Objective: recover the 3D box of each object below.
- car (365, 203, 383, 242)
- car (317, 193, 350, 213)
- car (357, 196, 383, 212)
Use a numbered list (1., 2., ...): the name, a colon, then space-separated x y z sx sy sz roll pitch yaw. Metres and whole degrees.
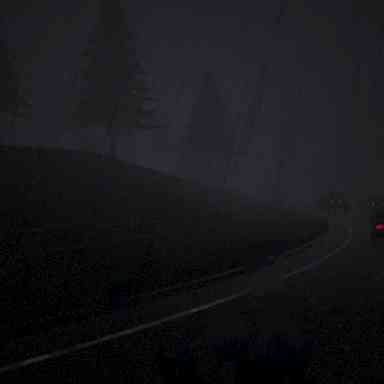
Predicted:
1. car: 9.290 1.463 15.393 2.033 1.411 5.357 0 0 28
2. car: 14.656 1.083 34.659 2.150 2.045 5.566 0 0 10
3. car: 17.732 1.188 32.293 2.097 1.767 4.553 0 0 11
